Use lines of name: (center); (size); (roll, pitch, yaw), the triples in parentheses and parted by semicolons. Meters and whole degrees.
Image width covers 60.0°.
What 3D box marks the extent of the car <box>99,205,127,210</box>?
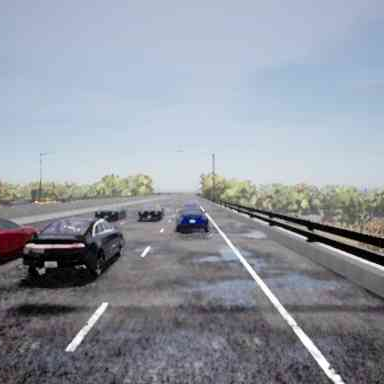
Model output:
car: (-7.012, 1.766, 29.401); (1.895, 1.301, 4.718); (0, 0, 0)

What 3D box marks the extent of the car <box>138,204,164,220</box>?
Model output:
car: (-3.515, 1.758, 29.591); (1.895, 1.301, 4.718); (0, 0, 0)

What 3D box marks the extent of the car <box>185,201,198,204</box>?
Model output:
car: (-0.061, 1.749, 40.262); (2.033, 1.411, 5.357); (0, 0, 0)

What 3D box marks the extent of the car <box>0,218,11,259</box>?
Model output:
car: (-6.938, 1.551, 11.120); (1.882, 1.535, 5.008); (0, 0, 0)

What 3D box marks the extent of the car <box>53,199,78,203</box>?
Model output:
car: (-17.691, 1.830, 47.822); (1.837, 1.490, 4.892); (0, 0, 0)

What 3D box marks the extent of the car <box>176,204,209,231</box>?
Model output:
car: (0.019, 1.671, 21.272); (1.994, 1.385, 4.181); (0, 0, 0)

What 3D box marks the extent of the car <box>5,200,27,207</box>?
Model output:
car: (-24.691, 1.867, 47.792); (2.033, 1.411, 5.357); (0, 0, 0)

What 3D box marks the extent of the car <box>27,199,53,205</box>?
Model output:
car: (-21.192, 1.687, 47.808); (1.882, 1.535, 5.008); (0, 0, 0)

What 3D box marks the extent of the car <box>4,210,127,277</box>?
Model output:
car: (-3.435, 1.554, 10.493); (2.128, 1.511, 4.902); (0, 0, 0)
